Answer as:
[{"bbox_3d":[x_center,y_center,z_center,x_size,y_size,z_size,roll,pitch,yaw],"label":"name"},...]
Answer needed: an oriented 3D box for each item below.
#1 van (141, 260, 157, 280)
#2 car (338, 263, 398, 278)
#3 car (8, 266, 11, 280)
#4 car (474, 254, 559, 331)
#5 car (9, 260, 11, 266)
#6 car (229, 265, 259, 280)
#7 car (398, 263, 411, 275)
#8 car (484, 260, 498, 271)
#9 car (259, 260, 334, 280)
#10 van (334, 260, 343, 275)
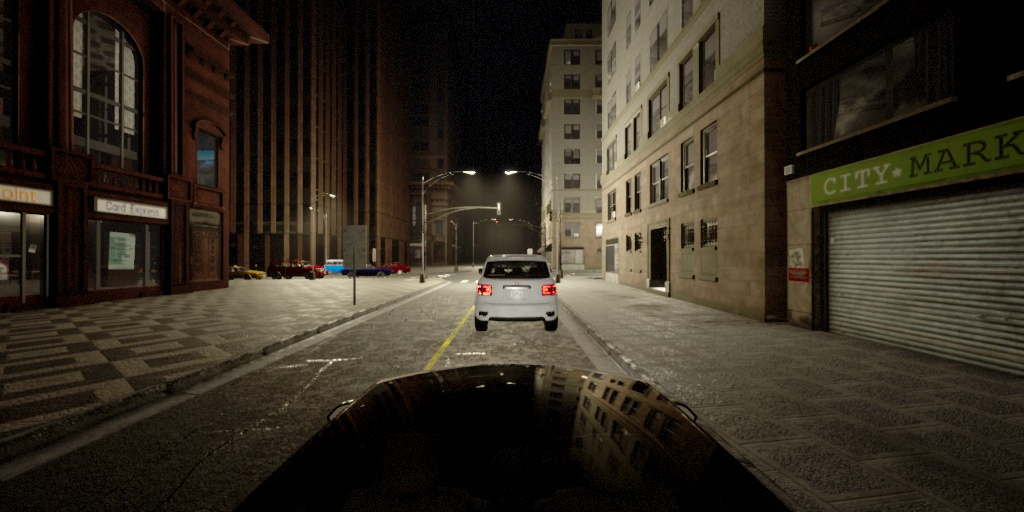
[{"bbox_3d":[-30.857,1.431,32.831,3.998,1.789,1.690,0,0,0],"label":"van"},{"bbox_3d":[-14.131,1.501,35.335,4.718,1.301,1.895,-1,0,0],"label":"car"},{"bbox_3d":[-47.730,1.844,32.898,4.403,1.370,2.007,0,0,0],"label":"car"},{"bbox_3d":[0.104,0.972,11.090,2.150,2.045,5.566,0,0,0],"label":"car"},{"bbox_3d":[-49.705,1.361,35.581,5.566,2.045,2.150,-1,0,0],"label":"car"},{"bbox_3d":[-25.063,1.547,32.807,4.829,1.417,1.751,0,0,0],"label":"car"},{"bbox_3d":[-13.960,1.471,41.288,4.507,1.381,1.888,0,0,0],"label":"car"},{"bbox_3d":[-2.965,1.265,50.717,1.812,1.442,4.674,0,0,-3],"label":"car"},{"bbox_3d":[-19.609,1.269,32.785,5.009,1.841,2.192,0,0,0],"label":"car"},{"bbox_3d":[-19.584,1.335,41.311,3.998,1.789,1.690,0,0,0],"label":"van"}]
